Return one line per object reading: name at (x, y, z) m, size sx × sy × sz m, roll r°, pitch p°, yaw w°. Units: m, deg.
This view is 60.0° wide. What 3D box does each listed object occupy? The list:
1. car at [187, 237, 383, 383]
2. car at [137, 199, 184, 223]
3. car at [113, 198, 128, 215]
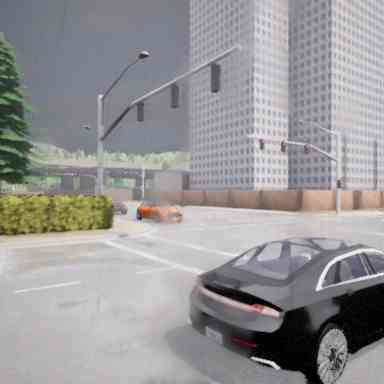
car at (2.233, 1.504, 5.387) m, size 4.902 × 1.511 × 2.128 m, roll 0°, pitch 0°, yaw -36°
car at (-2.501, 1.385, 25.766) m, size 2.097 × 1.767 × 4.553 m, roll 0°, pitch 0°, yaw -35°
car at (-8.300, 1.386, 34.016) m, size 2.097 × 1.767 × 4.553 m, roll 0°, pitch 0°, yaw -35°
